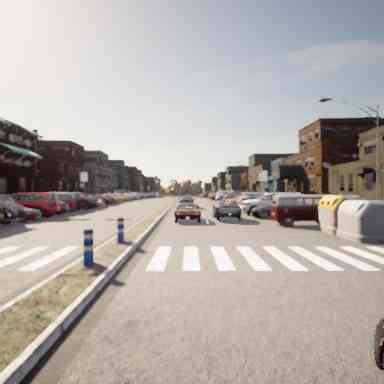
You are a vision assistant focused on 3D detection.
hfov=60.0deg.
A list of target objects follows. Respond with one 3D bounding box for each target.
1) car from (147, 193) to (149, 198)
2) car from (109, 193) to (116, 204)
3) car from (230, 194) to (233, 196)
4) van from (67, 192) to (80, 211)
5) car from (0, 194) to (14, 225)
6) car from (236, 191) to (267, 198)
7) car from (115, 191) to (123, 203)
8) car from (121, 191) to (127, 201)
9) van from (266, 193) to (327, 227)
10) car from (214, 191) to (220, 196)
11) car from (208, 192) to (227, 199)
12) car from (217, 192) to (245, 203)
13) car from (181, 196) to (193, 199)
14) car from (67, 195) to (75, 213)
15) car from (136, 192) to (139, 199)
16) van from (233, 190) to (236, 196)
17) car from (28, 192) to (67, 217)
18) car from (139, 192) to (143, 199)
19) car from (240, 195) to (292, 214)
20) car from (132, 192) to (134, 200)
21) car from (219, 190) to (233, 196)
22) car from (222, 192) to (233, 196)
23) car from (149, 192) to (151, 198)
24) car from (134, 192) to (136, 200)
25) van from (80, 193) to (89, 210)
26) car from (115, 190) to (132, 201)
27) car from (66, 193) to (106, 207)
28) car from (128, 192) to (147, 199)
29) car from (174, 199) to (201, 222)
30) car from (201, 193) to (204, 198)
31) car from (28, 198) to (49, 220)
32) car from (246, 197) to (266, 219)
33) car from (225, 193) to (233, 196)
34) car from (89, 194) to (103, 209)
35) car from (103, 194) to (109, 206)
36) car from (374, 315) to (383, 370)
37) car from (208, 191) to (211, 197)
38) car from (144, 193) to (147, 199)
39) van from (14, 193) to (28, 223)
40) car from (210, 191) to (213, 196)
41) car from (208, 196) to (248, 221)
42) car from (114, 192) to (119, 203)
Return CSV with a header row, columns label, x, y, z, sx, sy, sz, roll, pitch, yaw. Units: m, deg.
label,x,y,z,sx,sy,sz,roll,pitch,yaw
car,-14.446,0.989,84.902,5.366,1.575,1.946,0,0,-1
car,-13.646,1.130,45.898,5.008,1.535,2.097,0,1,-1
car,6.979,1.293,37.893,4.674,1.452,2.002,0,1,-1
van,-13.558,1.051,32.125,4.442,1.987,1.878,0,0,-1
car,-13.283,1.129,18.108,5.566,2.045,2.435,0,0,-1
car,7.099,1.077,29.616,5.566,2.045,2.435,0,0,-1
car,-13.744,1.062,51.456,4.892,1.521,2.231,0,1,-1
car,-13.788,1.025,54.360,5.008,1.535,2.097,0,1,-1
van,7.389,1.164,21.344,4.442,1.987,1.878,0,0,-1
car,6.712,0.846,51.677,5.566,2.045,2.435,0,1,-1
car,6.239,0.874,81.987,4.553,1.767,2.185,0,0,-1
car,6.675,0.906,57.190,4.553,1.767,2.185,0,1,-1
car,-0.622,1.229,41.425,1.837,1.490,4.892,0,1,-1
car,-13.394,1.302,29.347,4.892,1.521,2.231,0,1,-1
car,-14.184,0.914,68.113,5.366,1.575,1.946,0,0,-1
van,6.914,1.054,35.130,4.442,1.987,1.878,0,1,-1
car,-13.390,1.073,26.444,5.566,2.045,2.435,0,0,-1
car,-14.013,0.664,70.895,5.566,2.045,2.435,0,0,-1
car,7.110,1.180,32.377,4.553,1.767,2.185,0,1,-1
car,-13.916,0.980,62.686,4.674,1.452,2.002,0,1,-1
car,6.757,1.004,48.921,4.553,1.767,2.185,0,1,-1
car,7.070,1.191,43.411,5.366,1.575,1.946,0,1,-1
car,-14.316,1.063,90.338,4.792,1.488,2.163,0,0,-1
car,-13.952,0.965,65.343,4.674,1.452,2.002,0,0,-1
van,-13.595,1.026,34.778,4.442,1.987,1.878,0,1,-1
car,-14.055,0.960,59.912,5.366,1.575,1.946,0,1,-1
car,-13.639,1.037,43.118,4.553,1.767,2.185,0,1,-1
car,-14.275,0.887,87.568,4.553,1.767,2.185,0,0,-1
car,-0.332,1.475,24.931,1.895,1.301,4.718,0,0,-1
car,6.092,0.805,90.258,5.566,2.045,2.435,0,0,-1
car,-13.300,1.374,23.794,4.792,1.488,2.163,0,0,-1
car,7.146,1.381,26.862,4.792,1.488,2.163,0,0,-1
car,7.119,1.222,40.652,5.366,1.575,1.946,0,1,-1
car,-13.492,0.971,37.679,5.566,2.045,2.435,0,1,-1
car,-13.381,1.191,40.467,5.366,1.575,1.946,0,1,-1
car,3.078,1.479,1.936,1.837,1.490,4.892,0,-1,-1
car,6.470,0.715,65.455,5.566,2.045,2.435,0,0,-1
car,-14.223,0.973,82.126,4.892,1.521,2.231,0,0,-1
van,-13.173,1.138,20.887,4.442,1.987,1.878,0,0,-1
car,6.541,0.979,62.700,5.008,1.535,2.097,0,0,-1
car,2.649,1.362,26.003,2.128,1.511,4.902,0,0,-1
car,-13.724,1.125,48.677,4.792,1.488,2.163,0,1,-1
